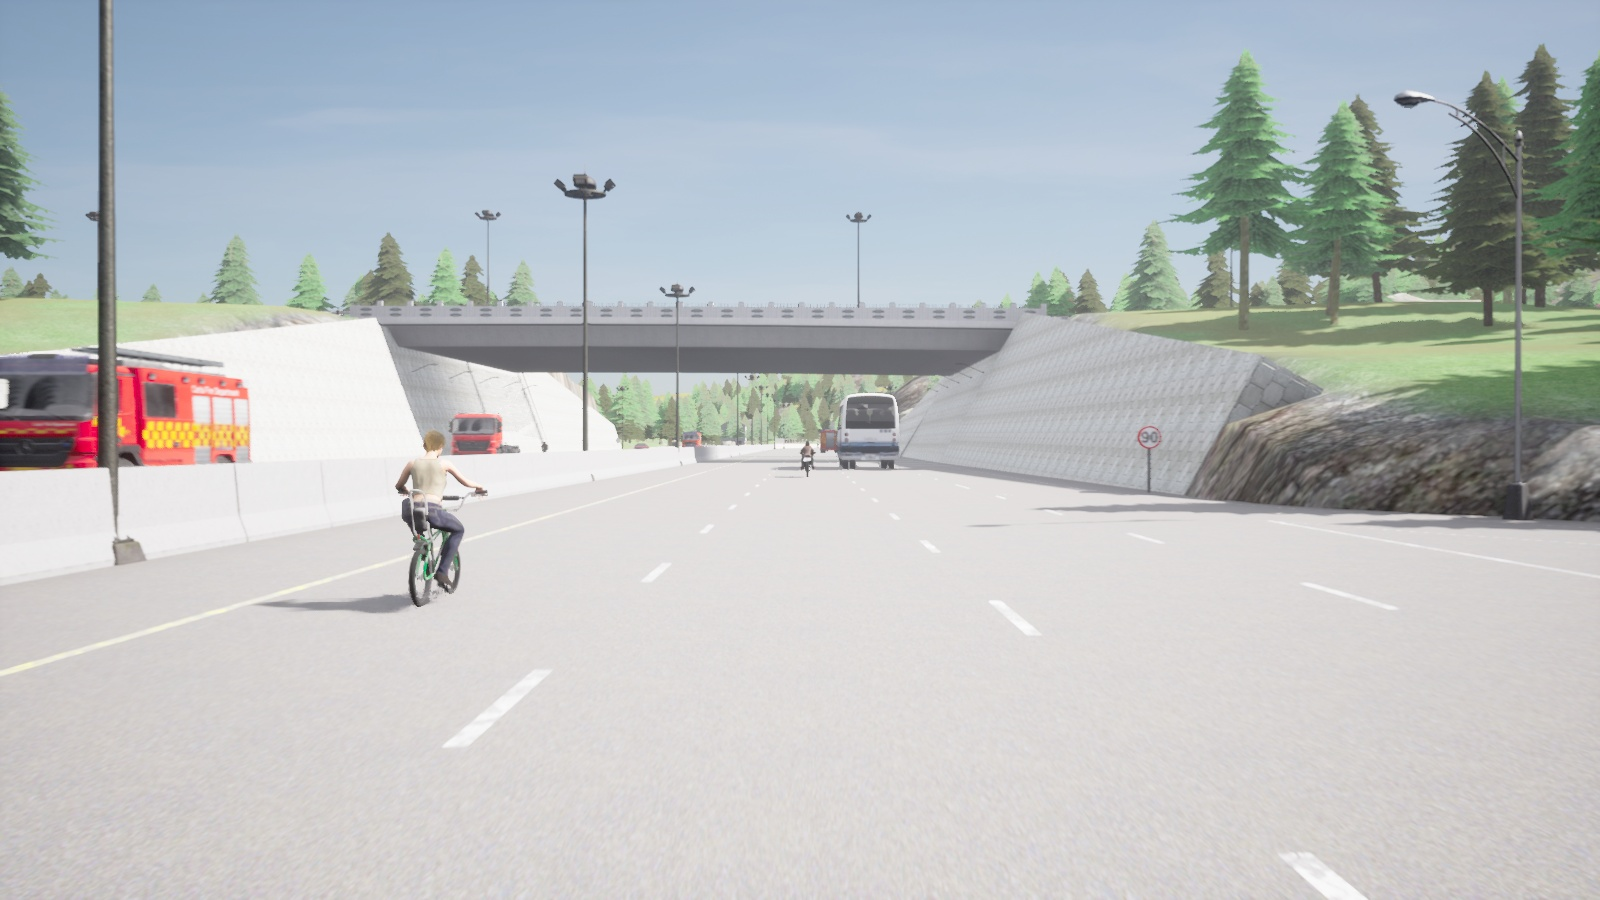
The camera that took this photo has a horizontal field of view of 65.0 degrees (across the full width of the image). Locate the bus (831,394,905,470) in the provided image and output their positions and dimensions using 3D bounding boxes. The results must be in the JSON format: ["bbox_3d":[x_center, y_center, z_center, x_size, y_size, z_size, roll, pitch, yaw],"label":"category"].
[{"bbox_3d":[3.946,-1.052,75.457,3.944,4.253,10.273,0,0,0],"label":"bus"}]

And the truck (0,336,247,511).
[{"bbox_3d":[-17.304,-0.611,31.724,2.891,3.827,8.468,0,0,0],"label":"truck"}]

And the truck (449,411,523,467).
[{"bbox_3d":[-20.515,-0.717,82.524,2.891,3.462,7.936,0,0,0],"label":"truck"}]

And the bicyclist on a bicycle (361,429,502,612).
[{"bbox_3d":[-3.422,0.614,11.812,0.866,1.612,1.509,0,0,1],"label":"bicyclist on a bicycle"}]

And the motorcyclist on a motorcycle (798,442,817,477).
[{"bbox_3d":[0.329,0.417,55.200,0.797,1.523,2.044,0,0,0],"label":"motorcyclist on a motorcycle"}]
